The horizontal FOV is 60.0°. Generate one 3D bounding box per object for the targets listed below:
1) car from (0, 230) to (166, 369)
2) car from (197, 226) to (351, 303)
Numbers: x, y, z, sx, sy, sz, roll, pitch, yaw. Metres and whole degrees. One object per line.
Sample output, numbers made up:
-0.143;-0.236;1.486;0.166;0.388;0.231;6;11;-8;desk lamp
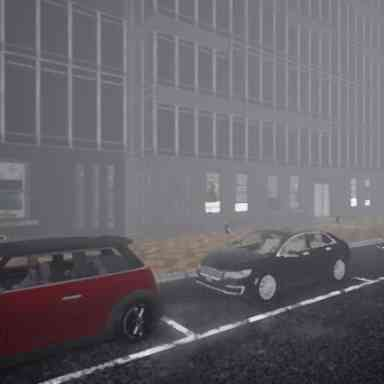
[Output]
-2.506;1.440;4.773;4.097;1.590;1.967;0;0;-36;car
2.128;1.548;8.078;4.403;1.369;2.008;0;0;-36;car
